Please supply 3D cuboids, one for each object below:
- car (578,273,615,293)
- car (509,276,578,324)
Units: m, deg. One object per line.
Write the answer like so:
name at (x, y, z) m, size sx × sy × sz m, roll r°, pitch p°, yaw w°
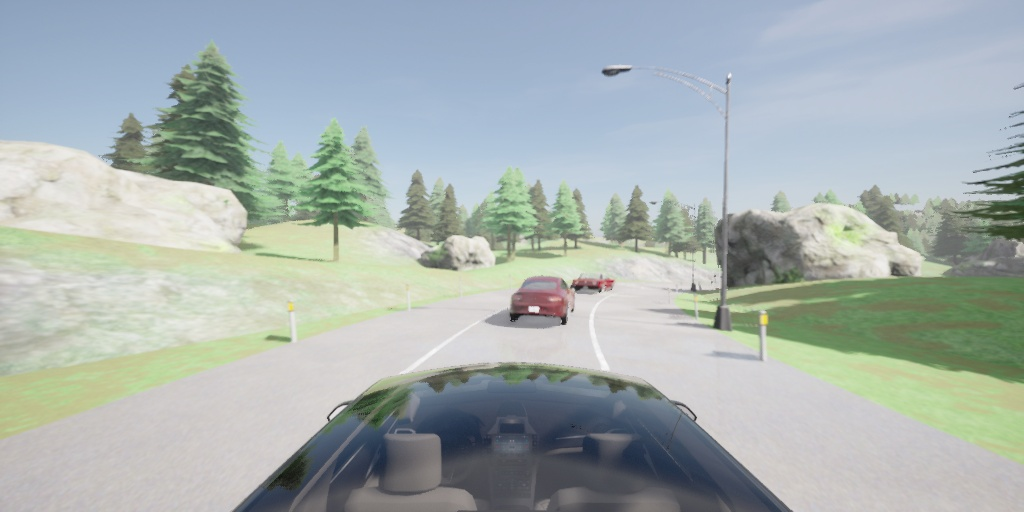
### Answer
car at (5.789, 1.818, 24.895) m, size 1.895 × 1.301 × 4.718 m, roll 1°, pitch -1°, yaw 29°
car at (1.172, 1.409, 12.581) m, size 1.812 × 1.442 × 4.674 m, roll 1°, pitch -1°, yaw 14°
